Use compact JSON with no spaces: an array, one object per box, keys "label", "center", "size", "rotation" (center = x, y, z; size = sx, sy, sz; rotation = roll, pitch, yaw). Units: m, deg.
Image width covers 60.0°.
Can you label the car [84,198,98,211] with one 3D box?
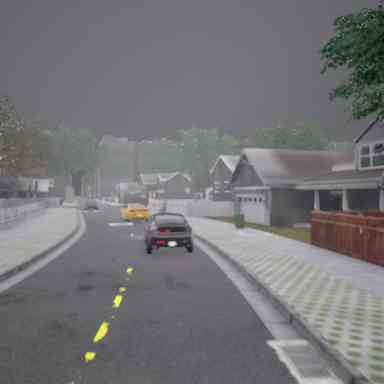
[{"label":"car","center":[-15.043,1.990,49.485],"size":[2.033,1.411,5.357],"rotation":[0,-1,-19]}]

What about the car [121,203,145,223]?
[{"label":"car","center":[-5.090,1.742,29.384],"size":[1.882,1.535,5.008],"rotation":[0,0,-19]}]

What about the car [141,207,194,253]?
[{"label":"car","center":[-1.132,1.640,14.513],"size":[1.837,1.490,4.892],"rotation":[0,0,-10]}]
